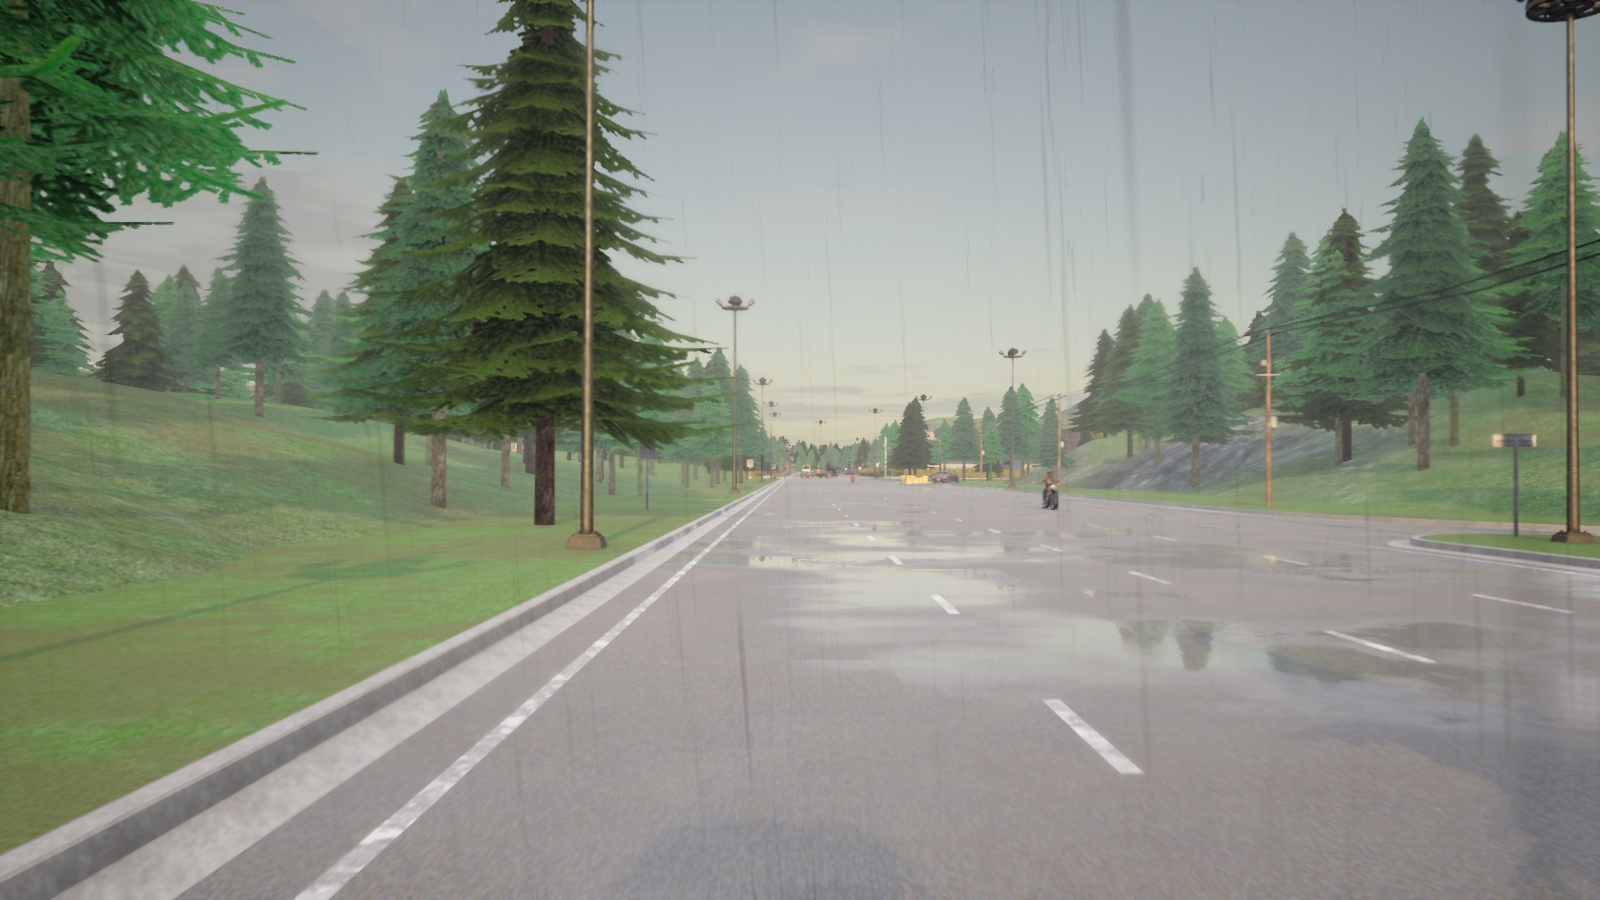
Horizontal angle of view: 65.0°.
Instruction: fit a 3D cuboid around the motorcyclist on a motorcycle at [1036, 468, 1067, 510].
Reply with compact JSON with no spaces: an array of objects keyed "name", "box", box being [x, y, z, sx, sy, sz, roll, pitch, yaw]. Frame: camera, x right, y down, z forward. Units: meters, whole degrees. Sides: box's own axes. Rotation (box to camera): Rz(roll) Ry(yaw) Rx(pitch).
[{"name":"motorcyclist on a motorcycle","box":[10.374,1.591,51.841,0.766,1.649,2.350,0,-1,0]}]
